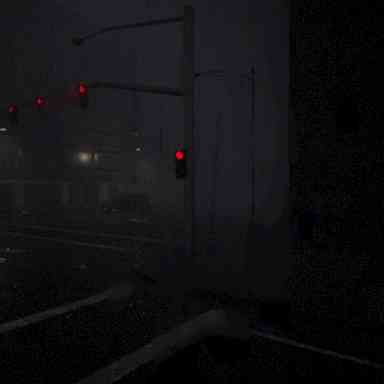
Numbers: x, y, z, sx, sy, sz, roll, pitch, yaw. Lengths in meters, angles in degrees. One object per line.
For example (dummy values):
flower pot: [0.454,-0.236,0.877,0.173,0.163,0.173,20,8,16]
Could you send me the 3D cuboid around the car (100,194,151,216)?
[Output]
car: [-6.514,1.211,33.338,2.150,2.045,5.566,0,0,35]
